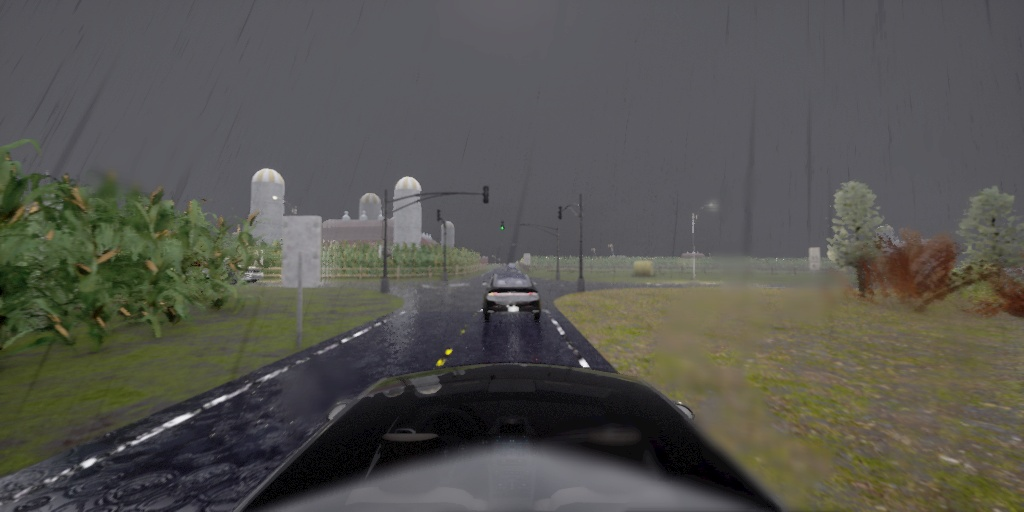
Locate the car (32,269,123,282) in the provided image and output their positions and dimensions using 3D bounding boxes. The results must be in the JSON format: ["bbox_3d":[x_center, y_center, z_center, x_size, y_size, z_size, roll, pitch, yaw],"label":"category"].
[{"bbox_3d":[-31.942,0.984,26.226,5.566,2.045,2.150,0,-2,-3],"label":"car"}]

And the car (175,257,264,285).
[{"bbox_3d":[-21.832,1.071,26.767,5.566,2.045,2.150,1,-2,-3],"label":"car"}]

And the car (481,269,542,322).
[{"bbox_3d":[-0.070,1.382,12.986,2.128,1.511,4.902,0,-1,-3],"label":"car"}]
